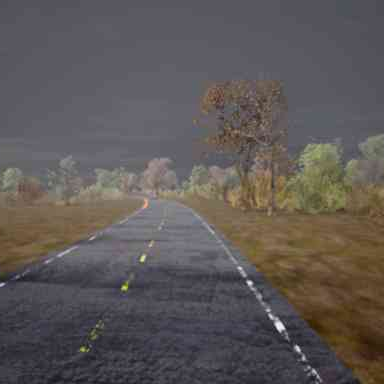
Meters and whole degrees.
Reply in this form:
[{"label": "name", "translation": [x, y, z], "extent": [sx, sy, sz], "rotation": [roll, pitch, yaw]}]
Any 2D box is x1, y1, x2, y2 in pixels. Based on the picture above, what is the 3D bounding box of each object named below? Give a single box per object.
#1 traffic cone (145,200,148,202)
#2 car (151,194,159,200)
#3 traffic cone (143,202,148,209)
[{"label": "traffic cone", "translation": [-6.772, 1.900, 49.182], "extent": [0.340, 0.580, 0.340], "rotation": [0, 0, -6]}, {"label": "car", "translation": [-10.096, 1.396, 89.441], "extent": [1.882, 1.535, 5.008], "rotation": [0, 0, -11]}, {"label": "traffic cone", "translation": [-6.288, 1.904, 44.234], "extent": [0.340, 0.580, 0.340], "rotation": [0, 0, -5]}]
